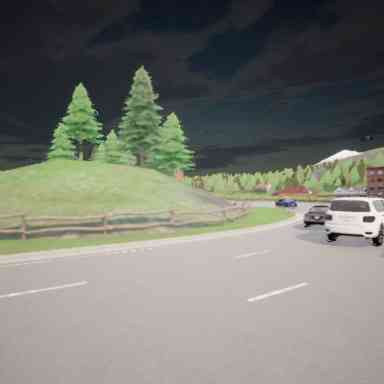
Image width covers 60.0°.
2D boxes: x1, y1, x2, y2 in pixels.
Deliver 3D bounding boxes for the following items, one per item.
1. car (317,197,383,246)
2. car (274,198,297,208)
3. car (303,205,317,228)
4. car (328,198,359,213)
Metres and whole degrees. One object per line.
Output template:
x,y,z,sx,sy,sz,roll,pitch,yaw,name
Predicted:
8.143,1.249,15.827,2.150,2.045,5.566,0,0,40,car
14.073,1.656,50.122,1.812,1.442,4.674,0,0,-11,car
8.846,1.595,22.316,2.033,1.411,5.357,0,0,31,car
17.916,1.551,39.631,1.882,1.535,5.008,0,0,6,car
